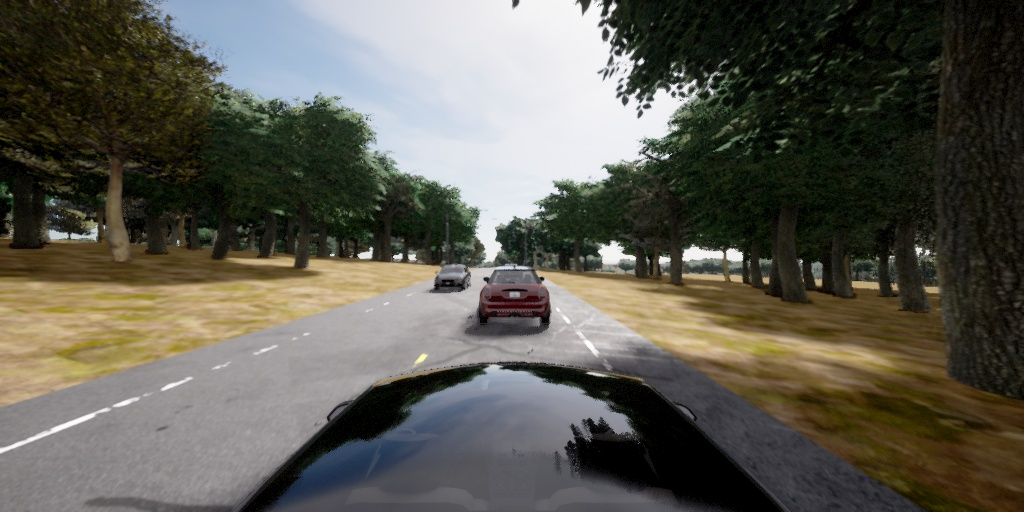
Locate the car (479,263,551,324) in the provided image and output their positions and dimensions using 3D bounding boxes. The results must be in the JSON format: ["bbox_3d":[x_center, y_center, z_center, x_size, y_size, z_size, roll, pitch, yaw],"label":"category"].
[{"bbox_3d":[0.069,1.112,12.220,2.097,1.767,4.553,0,0,0],"label":"car"}]

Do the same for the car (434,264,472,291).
[{"bbox_3d":[-3.589,1.286,22.367,1.837,1.490,4.892,0,-1,0],"label":"car"}]
